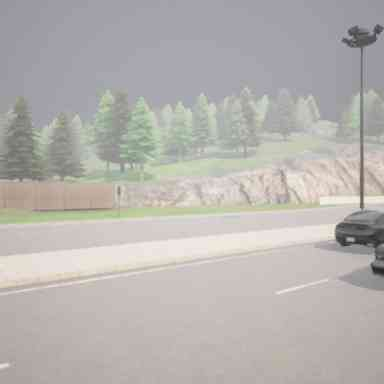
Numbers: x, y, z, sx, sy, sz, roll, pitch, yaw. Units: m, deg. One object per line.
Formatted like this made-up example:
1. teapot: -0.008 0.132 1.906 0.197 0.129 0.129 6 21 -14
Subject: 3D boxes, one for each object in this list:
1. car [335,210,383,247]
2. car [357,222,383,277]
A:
1. car: 7.827 1.489 13.665 4.892 1.490 1.837 -1 0 -35
2. car: 6.767 1.535 8.643 5.357 1.411 2.033 0 0 -35
